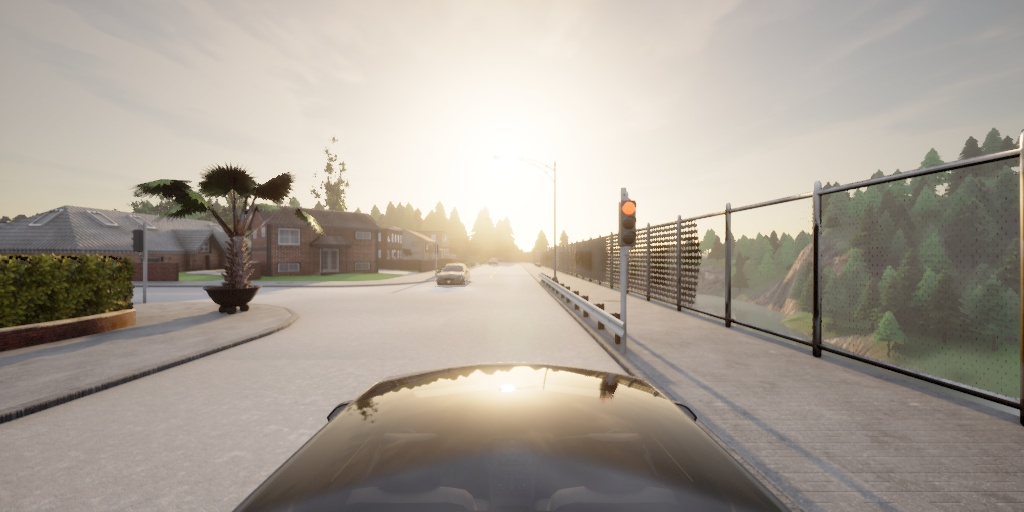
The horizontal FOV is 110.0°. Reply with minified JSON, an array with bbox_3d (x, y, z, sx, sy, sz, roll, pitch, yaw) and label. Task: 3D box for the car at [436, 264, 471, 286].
[{"bbox_3d":[-4.012,1.320,25.146,1.837,1.490,4.892,0,1,0],"label":"car"}]
